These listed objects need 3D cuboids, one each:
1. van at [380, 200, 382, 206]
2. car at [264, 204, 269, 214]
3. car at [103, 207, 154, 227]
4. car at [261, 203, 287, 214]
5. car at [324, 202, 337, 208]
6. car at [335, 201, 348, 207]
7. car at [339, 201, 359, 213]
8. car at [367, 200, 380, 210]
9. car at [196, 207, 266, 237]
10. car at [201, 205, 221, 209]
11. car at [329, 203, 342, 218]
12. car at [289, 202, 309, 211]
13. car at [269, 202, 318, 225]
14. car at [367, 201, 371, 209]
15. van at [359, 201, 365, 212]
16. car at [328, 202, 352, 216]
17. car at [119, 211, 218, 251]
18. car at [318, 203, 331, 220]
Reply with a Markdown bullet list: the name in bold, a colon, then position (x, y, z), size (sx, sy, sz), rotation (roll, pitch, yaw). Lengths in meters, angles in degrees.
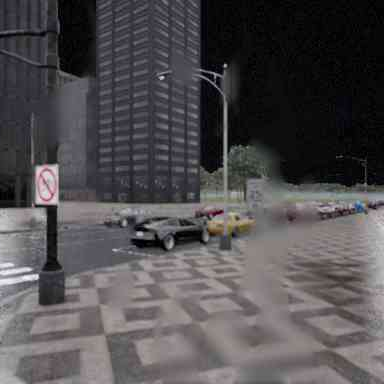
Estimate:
- **van**: position (38.370, 2.653, 70.291), size (1.690, 1.788, 3.998), rotation (-1, -2, 35)
- **car**: position (8.521, 2.207, 43.045), size (2.008, 1.369, 4.403), rotation (-1, -2, 35)
- **car**: position (-4.566, 1.840, 24.653), size (2.008, 1.369, 4.403), rotation (-1, -1, 35)
- **car**: position (11.793, 2.303, 47.643), size (2.008, 1.369, 4.403), rotation (-1, -2, 35)
- **car**: position (31.427, 2.888, 75.231), size (1.802, 1.307, 4.206), rotation (-1, -2, 35)
- **car**: position (37.971, 3.034, 84.428), size (2.008, 1.369, 4.403), rotation (-1, -1, 35)
- **car**: position (22.007, 2.293, 47.296), size (1.967, 1.590, 4.097), rotation (-1, -2, 35)
- **car**: position (35.097, 2.537, 65.693), size (2.192, 1.841, 5.009), rotation (-1, -2, 35)
- **car**: position (2.473, 1.823, 19.843), size (1.752, 1.417, 4.829), rotation (-1, -2, 35)
- **car**: position (1.977, 2.014, 33.849), size (1.887, 1.381, 4.507), rotation (-1, -2, 35)
- **car**: position (15.467, 2.244, 38.102), size (1.802, 1.307, 4.206), rotation (-1, -2, 36)
- **car**: position (18.337, 2.491, 56.839), size (2.008, 1.369, 4.403), rotation (-1, -2, 35)
- **car**: position (8.918, 1.790, 28.906), size (2.192, 1.841, 5.009), rotation (-1, -2, 35)
- **car**: position (28.553, 2.590, 56.491), size (2.008, 1.369, 4.403), rotation (-1, -2, 35)
- **van**: position (25.279, 2.287, 51.897), size (1.690, 1.788, 3.998), rotation (-1, -2, 35)
- **car**: position (18.735, 2.302, 42.695), size (1.887, 1.381, 4.507), rotation (-1, -2, 35)
- **car**: position (-0.897, 1.773, 15.106), size (1.947, 1.339, 4.313), rotation (-1, -2, 35)
- **car**: position (12.190, 2.112, 33.499), size (1.887, 1.381, 4.507), rotation (-1, -2, 35)
